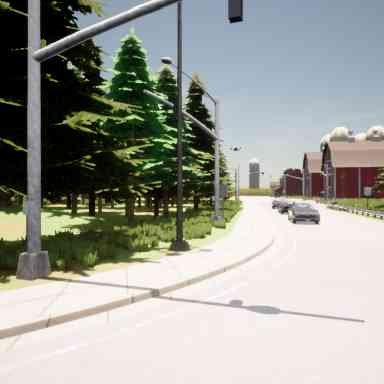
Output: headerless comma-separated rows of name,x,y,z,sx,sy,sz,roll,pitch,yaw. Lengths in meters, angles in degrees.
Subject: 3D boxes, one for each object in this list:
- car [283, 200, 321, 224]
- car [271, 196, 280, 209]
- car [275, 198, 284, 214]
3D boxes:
car,8.389,1.547,25.308,2.033,1.411,5.357,0,0,10
car,11.786,1.564,44.727,1.994,1.385,4.181,0,0,9
car,10.116,1.601,34.804,1.895,1.301,4.718,0,0,10
